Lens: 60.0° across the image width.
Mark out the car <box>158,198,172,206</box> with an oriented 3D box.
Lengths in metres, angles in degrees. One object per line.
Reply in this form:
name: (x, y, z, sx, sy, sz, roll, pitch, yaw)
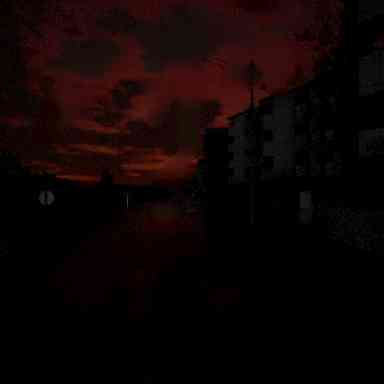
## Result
car: (-4.086, 1.533, 51.448, 1.895, 1.301, 4.718, 0, 0, 0)
